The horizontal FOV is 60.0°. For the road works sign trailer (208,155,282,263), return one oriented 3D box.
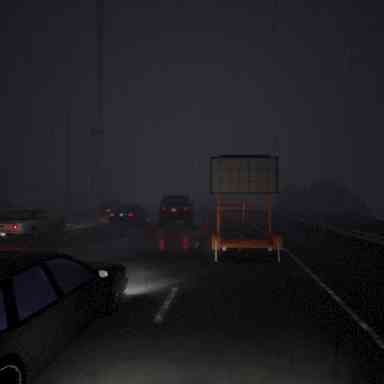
[{"bbox_3d":[1.860,0.464,12.042,2.380,3.560,2.880,0,0,3],"label":"road works sign trailer"}]

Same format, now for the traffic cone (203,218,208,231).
[{"bbox_3d":[0.793,1.955,19.119,0.340,0.580,0.340,0,0,3],"label":"traffic cone"}]

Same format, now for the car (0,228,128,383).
[{"bbox_3d":[-2.495,1.548,4.521,2.033,1.411,5.357,0,0,7],"label":"car"}]

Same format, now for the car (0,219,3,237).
[{"bbox_3d":[-5.900,1.477,5.712,1.882,1.535,5.008,0,0,7],"label":"car"}]

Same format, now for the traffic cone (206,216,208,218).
[{"bbox_3d":[0.913,1.955,21.115,0.340,0.580,0.340,0,0,3],"label":"traffic cone"}]

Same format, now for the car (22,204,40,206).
[{"bbox_3d":[-19.079,1.600,40.808,1.895,1.301,4.718,0,0,-4],"label":"car"}]

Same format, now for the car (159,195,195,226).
[{"bbox_3d":[-1.050,1.222,23.626,2.150,2.045,5.566,0,0,2],"label":"car"}]

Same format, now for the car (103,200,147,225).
[{"bbox_3d":[-4.521,1.547,24.126,2.033,1.411,5.357,0,0,1],"label":"car"}]

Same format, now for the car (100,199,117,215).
[{"bbox_3d":[-8.074,1.504,34.083,1.837,1.490,4.892,0,0,-1],"label":"car"}]

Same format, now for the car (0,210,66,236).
[{"bbox_3d":[-8.324,1.600,17.191,1.895,1.301,4.718,0,0,4],"label":"car"}]
